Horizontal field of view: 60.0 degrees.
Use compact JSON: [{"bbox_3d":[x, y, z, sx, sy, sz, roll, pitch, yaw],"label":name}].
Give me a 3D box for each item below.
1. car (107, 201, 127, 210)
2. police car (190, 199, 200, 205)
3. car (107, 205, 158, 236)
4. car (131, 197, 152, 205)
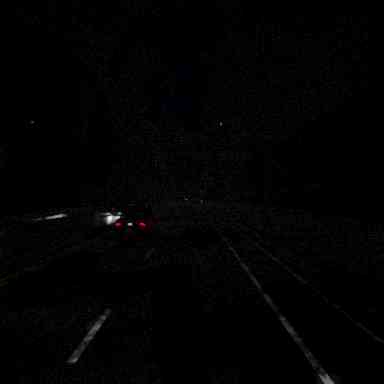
[{"bbox_3d":[-9.773,1.895,43.876,2.128,1.511,4.902,0,-1,0],"label":"car"},{"bbox_3d":[1.113,2.628,89.705,1.930,1.638,5.238,0,-1,0],"label":"police car"},{"bbox_3d":[-3.123,1.706,19.313,2.033,1.411,5.357,0,-1,0],"label":"car"},{"bbox_3d":[-6.526,1.619,43.302,2.150,2.045,5.566,0,-1,0],"label":"car"}]
